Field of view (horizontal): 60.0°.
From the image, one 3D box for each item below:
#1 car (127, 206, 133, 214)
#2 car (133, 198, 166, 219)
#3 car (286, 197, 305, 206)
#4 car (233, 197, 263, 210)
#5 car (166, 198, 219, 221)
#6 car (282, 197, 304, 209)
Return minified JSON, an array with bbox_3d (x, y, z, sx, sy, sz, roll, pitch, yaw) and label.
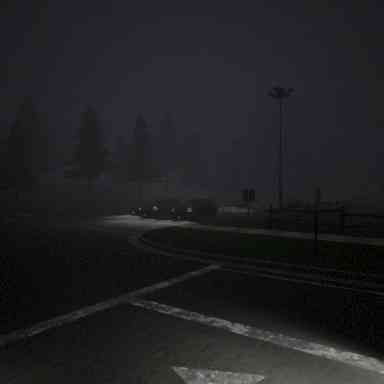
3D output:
[{"bbox_3d":[-3.986,1.547,33.368,2.033,1.411,5.357,0,0,35],"label":"car"},{"bbox_3d":[-2.613,1.352,29.233,2.097,1.767,4.553,0,0,35],"label":"car"},{"bbox_3d":[18.355,1.608,58.900,1.994,1.385,4.181,0,0,35],"label":"car"},{"bbox_3d":[7.710,1.478,43.918,1.882,1.535,5.008,0,0,35],"label":"car"},{"bbox_3d":[0.293,1.352,27.281,2.097,1.767,4.553,0,0,35],"label":"car"},{"bbox_3d":[14.180,1.548,47.021,2.033,1.411,5.357,0,0,35],"label":"car"}]
